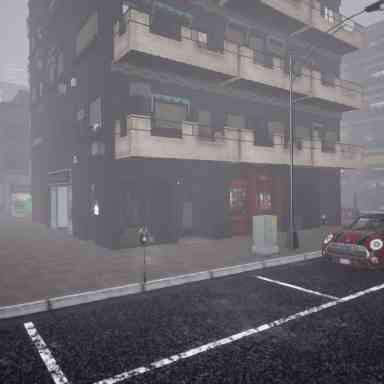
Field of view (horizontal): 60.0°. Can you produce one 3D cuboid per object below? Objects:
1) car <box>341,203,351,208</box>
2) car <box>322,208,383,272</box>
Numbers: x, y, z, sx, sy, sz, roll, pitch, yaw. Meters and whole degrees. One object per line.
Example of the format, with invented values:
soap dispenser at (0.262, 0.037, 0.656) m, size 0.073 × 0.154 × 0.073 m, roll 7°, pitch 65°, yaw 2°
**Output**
car at (12.976, 1.589, 30.285) m, size 1.994 × 1.385 × 4.181 m, roll -1°, pitch 1°, yaw -36°
car at (5.938, 1.437, 10.582) m, size 4.097 × 1.590 × 1.967 m, roll 0°, pitch -1°, yaw -36°
